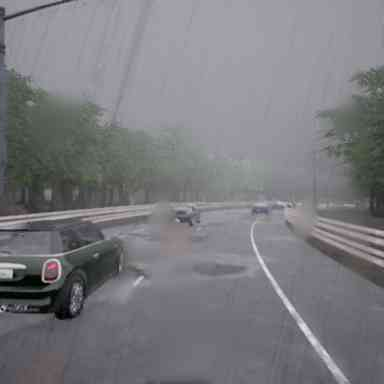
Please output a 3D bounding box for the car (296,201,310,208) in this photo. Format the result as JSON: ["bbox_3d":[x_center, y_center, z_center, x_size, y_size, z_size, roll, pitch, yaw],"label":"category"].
[{"bbox_3d":[24.028,2.704,71.784,1.882,1.535,5.008,0,-1,37],"label":"car"}]

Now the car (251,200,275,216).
[{"bbox_3d":[8.409,1.992,40.047,1.882,1.535,5.008,0,-1,20],"label":"car"}]

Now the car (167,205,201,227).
[{"bbox_3d":[-0.516,1.759,25.299,1.837,1.490,4.892,0,-1,12],"label":"car"}]

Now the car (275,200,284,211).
[{"bbox_3d":[14.199,2.212,56.487,2.097,1.767,4.553,0,-1,30],"label":"car"}]

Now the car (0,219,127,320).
[{"bbox_3d":[-2.990,1.399,7.653,2.097,1.767,4.553,0,-1,4],"label":"car"}]
